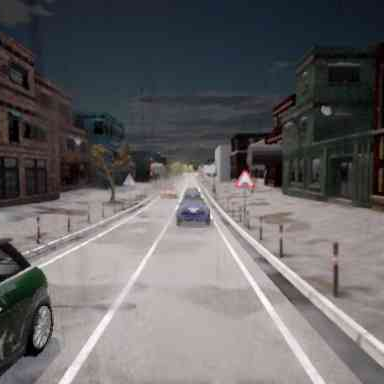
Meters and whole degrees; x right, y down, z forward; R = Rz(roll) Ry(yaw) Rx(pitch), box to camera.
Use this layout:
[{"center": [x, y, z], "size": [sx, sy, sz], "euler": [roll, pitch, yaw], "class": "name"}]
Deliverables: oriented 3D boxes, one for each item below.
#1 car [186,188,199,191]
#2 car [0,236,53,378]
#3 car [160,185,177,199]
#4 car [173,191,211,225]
[{"center": [0.061, 0.297, 39.542], "size": [2.097, 1.767, 4.553], "euler": [0, 3, 0], "class": "car"}, {"center": [-3.102, 1.355, 3.018], "size": [2.097, 1.767, 4.553], "euler": [0, 0, 0], "class": "car"}, {"center": [-3.126, -0.052, 45.142], "size": [2.097, 1.767, 4.553], "euler": [0, 4, 0], "class": "car"}, {"center": [0.077, 1.079, 21.914], "size": [2.097, 1.767, 4.553], "euler": [0, 2, 0], "class": "car"}]
